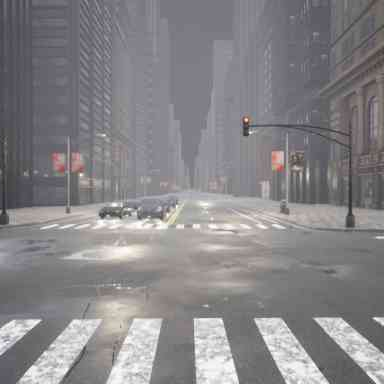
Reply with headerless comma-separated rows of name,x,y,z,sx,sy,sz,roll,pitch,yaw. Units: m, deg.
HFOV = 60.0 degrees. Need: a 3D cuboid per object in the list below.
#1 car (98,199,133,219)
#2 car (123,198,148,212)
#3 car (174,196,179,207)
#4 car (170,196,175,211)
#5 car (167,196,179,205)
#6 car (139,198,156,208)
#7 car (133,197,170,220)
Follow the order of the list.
car,-6.551,1.531,29.324,2.033,1.411,5.357,0,0,4
car,-6.567,1.522,39.423,2.033,1.411,5.357,0,0,0
car,-3.319,1.530,47.439,1.994,1.385,4.181,0,0,0
car,-3.320,1.524,37.540,2.033,1.411,5.357,0,0,0
car,-3.273,1.455,57.813,1.837,1.490,4.892,0,0,0
car,-6.565,1.565,49.509,1.895,1.301,4.718,0,0,0
car,-3.326,1.337,28.066,2.097,1.767,4.553,0,0,0
